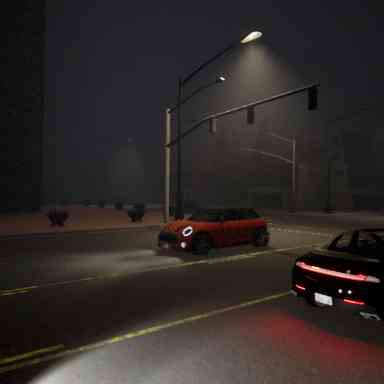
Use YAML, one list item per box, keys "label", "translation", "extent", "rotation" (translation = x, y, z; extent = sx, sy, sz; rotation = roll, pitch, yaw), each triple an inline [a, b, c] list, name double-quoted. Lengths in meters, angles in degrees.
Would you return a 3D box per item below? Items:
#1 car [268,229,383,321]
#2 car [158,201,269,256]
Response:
- label: "car"
  translation: [4.080, 1.503, 6.715]
  extent: [4.902, 1.511, 2.128]
  rotation: [0, 0, -35]
- label: "car"
  translation: [0.912, 1.372, 13.260]
  extent: [4.553, 1.767, 2.097]
  rotation: [0, 0, -36]
